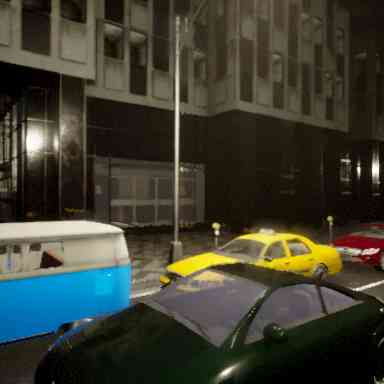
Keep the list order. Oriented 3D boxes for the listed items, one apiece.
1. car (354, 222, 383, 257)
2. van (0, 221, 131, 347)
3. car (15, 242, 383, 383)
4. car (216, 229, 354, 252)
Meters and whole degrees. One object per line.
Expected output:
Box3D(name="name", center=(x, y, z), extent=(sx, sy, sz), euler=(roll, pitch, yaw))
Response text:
Box3D(name="car", center=(6.289, 1.693, 11.138), extent=(4.206, 1.307, 1.802), euler=(1, -1, -36))
Box3D(name="van", center=(-2.829, 1.344, 4.633), extent=(3.998, 1.788, 1.690), euler=(1, -1, -36))
Box3D(name="car", center=(0.528, 1.588, 3.754), extent=(4.181, 1.385, 1.994), euler=(1, 0, -35))
Box3D(name="car", center=(1.591, 1.581, 7.787), extent=(4.829, 1.417, 1.752), euler=(1, -1, -36))
